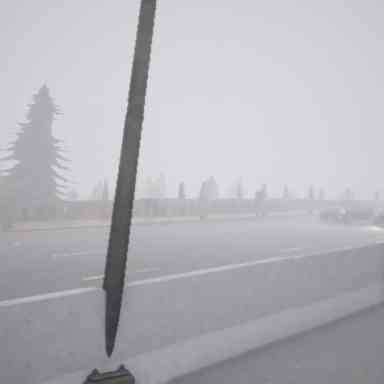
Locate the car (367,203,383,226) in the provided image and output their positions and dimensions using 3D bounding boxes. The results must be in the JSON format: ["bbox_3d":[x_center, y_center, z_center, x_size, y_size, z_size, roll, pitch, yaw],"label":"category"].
[{"bbox_3d":[13.713,1.564,21.754,4.181,1.385,1.994,0,0,-34],"label":"car"}]

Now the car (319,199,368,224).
[{"bbox_3d":[11.385,1.326,24.401,4.553,1.767,2.097,0,0,-34],"label":"car"}]
